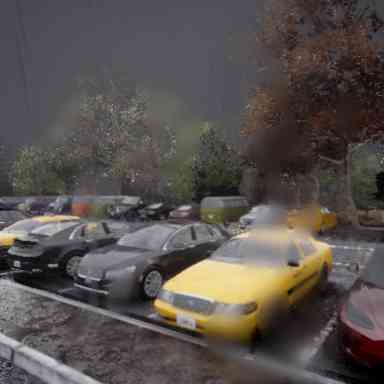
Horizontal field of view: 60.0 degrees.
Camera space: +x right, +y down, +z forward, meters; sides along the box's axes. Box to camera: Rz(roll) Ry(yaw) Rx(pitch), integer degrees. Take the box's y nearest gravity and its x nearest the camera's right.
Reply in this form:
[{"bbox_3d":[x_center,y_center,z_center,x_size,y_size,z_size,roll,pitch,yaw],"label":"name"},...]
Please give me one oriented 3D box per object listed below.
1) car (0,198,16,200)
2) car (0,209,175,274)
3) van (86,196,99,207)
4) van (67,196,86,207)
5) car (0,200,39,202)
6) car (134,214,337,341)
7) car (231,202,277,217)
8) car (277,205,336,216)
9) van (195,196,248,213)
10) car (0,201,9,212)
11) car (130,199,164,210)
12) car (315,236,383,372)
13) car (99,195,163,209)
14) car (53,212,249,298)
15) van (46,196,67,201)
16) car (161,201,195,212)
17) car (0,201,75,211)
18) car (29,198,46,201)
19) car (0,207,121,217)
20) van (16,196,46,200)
[{"bbox_3d":[-17.927,1.725,36.776,1.946,1.575,5.366,-1,-1,35],"label":"car"},{"bbox_3d":[-2.952,1.524,10.274,2.231,1.521,4.892,0,0,35],"label":"car"},{"bbox_3d":[-6.591,1.335,29.073,1.878,1.987,4.442,0,0,35],"label":"van"},{"bbox_3d":[-8.746,1.345,30.607,1.878,1.987,4.442,0,0,35],"label":"van"},{"bbox_3d":[-9.751,1.429,15.085,2.185,1.767,4.553,0,0,35],"label":"car"},{"bbox_3d":[1.467,1.499,6.907,1.946,1.575,5.366,0,0,35],"label":"car"},{"bbox_3d":[4.627,1.549,20.945,2.002,1.452,4.674,0,0,35],"label":"car"},{"bbox_3d":[6.980,1.498,19.260,2.097,1.535,5.008,0,0,35],"label":"car"},{"bbox_3d":[2.435,1.293,22.646,1.878,1.987,4.442,0,0,35],"label":"van"},{"bbox_3d":[-26.951,1.950,43.422,2.097,1.535,5.008,-1,-1,35],"label":"car"},{"bbox_3d":[-2.046,1.539,25.687,2.097,1.535,5.008,0,0,35],"label":"car"},{"bbox_3d":[3.819,1.521,5.424,2.163,1.488,4.792,0,0,35],"label":"car"},{"bbox_3d":[-4.418,1.299,27.348,2.435,2.045,5.566,0,0,35],"label":"car"},{"bbox_3d":[-0.683,1.514,8.674,2.231,1.521,4.892,0,0,35],"label":"car"},{"bbox_3d":[-11.246,1.356,32.101,1.878,1.987,4.442,-1,0,35],"label":"van"},{"bbox_3d":[0.213,1.569,24.082,2.002,1.452,4.674,0,0,35],"label":"car"},{"bbox_3d":[-7.490,1.418,13.474,2.185,1.767,4.553,0,0,35],"label":"car"},{"bbox_3d":[-13.307,1.618,33.718,2.097,1.535,5.008,-1,-1,35],"label":"car"},{"bbox_3d":[-5.317,1.531,11.738,1.946,1.575,5.366,0,0,35],"label":"car"},{"bbox_3d":[-15.637,1.447,35.228,1.878,1.987,4.442,-1,-1,35],"label":"van"}]
